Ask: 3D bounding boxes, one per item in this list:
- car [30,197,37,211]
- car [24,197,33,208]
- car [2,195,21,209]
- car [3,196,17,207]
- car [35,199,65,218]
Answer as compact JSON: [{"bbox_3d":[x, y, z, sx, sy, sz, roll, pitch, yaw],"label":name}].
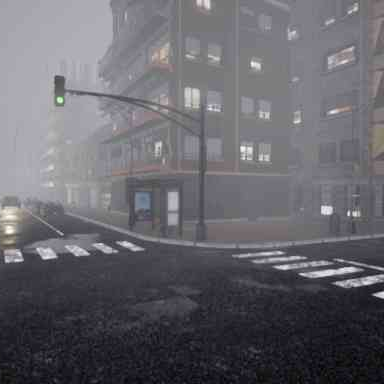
[{"bbox_3d":[-15.295,1.531,34.540,1.887,1.381,4.507,0,0,-30],"label":"car"},{"bbox_3d":[-23.758,1.421,49.188,1.967,1.590,4.097,0,0,-30],"label":"car"},{"bbox_3d":[-24.432,1.334,45.018,2.097,1.767,4.553,0,0,-30],"label":"car"},{"bbox_3d":[-29.336,1.457,53.477,1.882,1.535,5.008,0,0,-30],"label":"car"},{"bbox_3d":[-12.474,1.539,29.658,2.008,1.369,4.403,0,0,-30],"label":"car"}]
